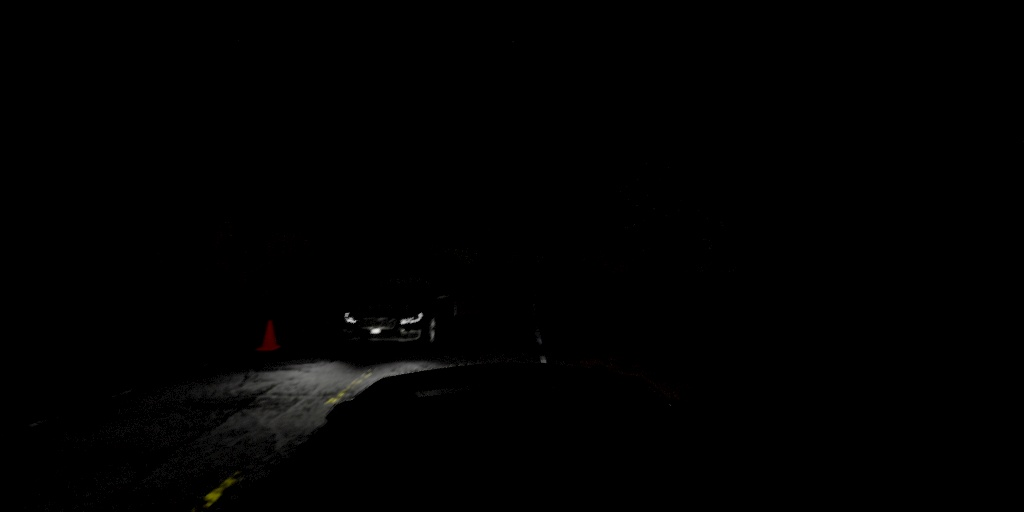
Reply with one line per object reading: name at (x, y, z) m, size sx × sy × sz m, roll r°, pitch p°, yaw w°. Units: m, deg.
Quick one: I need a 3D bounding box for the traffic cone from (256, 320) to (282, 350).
traffic cone at (-5.090, 1.644, 7.531) m, size 0.340 × 0.580 × 0.340 m, roll 0°, pitch 0°, yaw 1°

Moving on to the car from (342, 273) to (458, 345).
car at (-2.636, 1.228, 9.491) m, size 1.837 × 1.490 × 4.892 m, roll 1°, pitch 0°, yaw 1°
